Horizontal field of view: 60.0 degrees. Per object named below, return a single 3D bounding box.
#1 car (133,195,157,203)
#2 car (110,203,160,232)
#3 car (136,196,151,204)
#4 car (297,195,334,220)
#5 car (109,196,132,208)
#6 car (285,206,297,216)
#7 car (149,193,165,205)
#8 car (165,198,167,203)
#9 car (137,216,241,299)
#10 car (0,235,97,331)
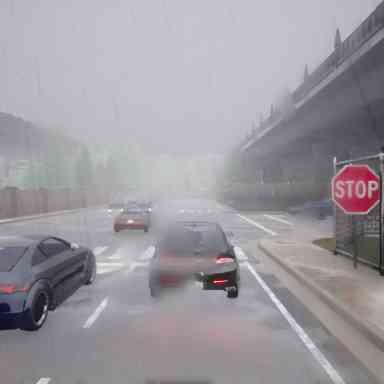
[{"bbox_3d":[-6.466,1.505,46.015,1.837,1.490,4.892,0,0,1],"label":"car"},{"bbox_3d":[-3.323,1.564,20.036,1.994,1.385,4.181,0,0,1],"label":"car"},{"bbox_3d":[-9.613,1.547,65.766,2.033,1.411,5.357,0,0,1],"label":"car"},{"bbox_3d":[12.017,1.222,27.456,5.566,2.045,2.150,0,0,0],"label":"car"},{"bbox_3d":[-9.971,1.505,45.697,1.837,1.490,4.892,0,0,1],"label":"car"},{"bbox_3d":[11.544,1.547,30.957,5.357,1.411,2.033,0,0,0],"label":"car"},{"bbox_3d":[-6.314,1.221,55.868,2.150,2.045,5.566,0,0,1],"label":"car"},{"bbox_3d":[-6.113,1.563,65.841,1.994,1.385,4.181,0,0,2],"label":"car"},{"bbox_3d":[0.060,1.492,8.464,2.128,1.511,4.902,0,0,0],"label":"car"},{"bbox_3d":[-3.413,1.564,6.842,1.994,1.385,4.181,0,0,0],"label":"car"}]
